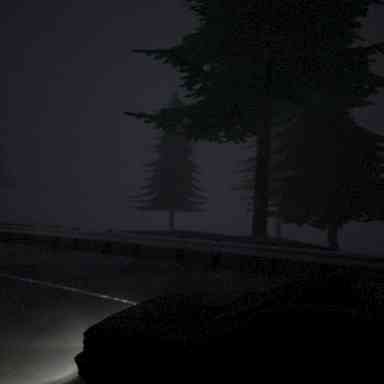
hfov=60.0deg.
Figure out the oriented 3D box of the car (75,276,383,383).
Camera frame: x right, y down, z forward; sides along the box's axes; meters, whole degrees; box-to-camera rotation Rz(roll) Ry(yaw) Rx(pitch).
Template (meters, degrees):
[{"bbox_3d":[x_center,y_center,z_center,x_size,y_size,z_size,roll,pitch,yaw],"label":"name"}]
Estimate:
[{"bbox_3d":[1.364,1.537,2.872,5.357,1.411,2.033,0,0,34],"label":"car"}]
